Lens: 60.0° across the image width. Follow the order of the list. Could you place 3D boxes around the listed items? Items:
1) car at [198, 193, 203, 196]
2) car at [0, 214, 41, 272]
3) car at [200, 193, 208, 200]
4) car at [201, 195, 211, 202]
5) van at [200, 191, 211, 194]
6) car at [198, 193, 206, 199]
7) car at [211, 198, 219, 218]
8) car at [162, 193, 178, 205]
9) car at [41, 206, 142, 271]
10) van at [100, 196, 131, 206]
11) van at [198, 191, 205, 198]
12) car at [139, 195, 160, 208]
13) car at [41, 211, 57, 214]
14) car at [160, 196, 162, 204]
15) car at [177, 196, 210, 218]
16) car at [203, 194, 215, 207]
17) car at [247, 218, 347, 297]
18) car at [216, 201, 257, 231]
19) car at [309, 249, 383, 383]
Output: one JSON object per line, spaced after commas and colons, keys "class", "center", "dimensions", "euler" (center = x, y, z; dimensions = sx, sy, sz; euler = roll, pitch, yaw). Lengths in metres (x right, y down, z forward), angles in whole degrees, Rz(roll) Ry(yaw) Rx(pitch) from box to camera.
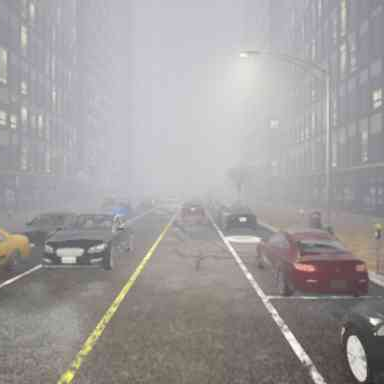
{"class": "car", "center": [0.084, 1.262, 43.947], "dimensions": [2.163, 1.488, 4.792], "euler": [0, 0, 0]}
{"class": "car", "center": [-5.692, 1.484, 8.008], "dimensions": [1.752, 1.417, 4.829], "euler": [0, 0, 0]}
{"class": "car", "center": [2.690, 1.064, 76.713], "dimensions": [1.752, 1.417, 4.829], "euler": [0, 0, 0]}
{"class": "car", "center": [2.690, 1.202, 65.150], "dimensions": [1.802, 1.307, 4.206], "euler": [0, 0, 0]}
{"class": "van", "center": [2.690, 1.000, 59.450], "dimensions": [1.690, 1.788, 3.998], "euler": [0, 0, 0]}
{"class": "car", "center": [2.691, 1.010, 87.938], "dimensions": [2.008, 1.369, 4.403], "euler": [0, 0, 0]}
{"class": "car", "center": [2.689, 1.412, 25.269], "dimensions": [1.887, 1.381, 4.507], "euler": [0, 0, 0]}
{"class": "car", "center": [-3.075, 1.187, 51.825], "dimensions": [1.882, 1.535, 5.008], "euler": [0, 0, 0]}
{"class": "car", "center": [-3.100, 1.436, 10.821], "dimensions": [2.128, 1.511, 4.902], "euler": [0, 0, 0]}
{"class": "van", "center": [-5.692, 1.208, 25.269], "dimensions": [1.690, 1.788, 3.998], "euler": [0, 0, 0]}
{"class": "van", "center": [2.691, 0.757, 93.634], "dimensions": [1.690, 1.788, 3.998], "euler": [0, 0, 0]}
{"class": "car", "center": [-5.691, 1.319, 42.361], "dimensions": [2.008, 1.369, 4.403], "euler": [0, 0, 0]}
{"class": "car", "center": [-5.692, 1.494, 13.875], "dimensions": [1.947, 1.339, 4.313], "euler": [0, 0, 0]}
{"class": "car", "center": [-5.690, 1.247, 53.756], "dimensions": [2.008, 1.369, 4.403], "euler": [0, 0, 0]}
{"class": "car", "center": [0.101, 1.354, 28.285], "dimensions": [2.163, 1.488, 4.792], "euler": [0, 0, 0]}
{"class": "car", "center": [2.689, 1.293, 42.530], "dimensions": [1.752, 1.417, 4.829], "euler": [0, 0, 0]}
{"class": "car", "center": [2.688, 1.540, 8.178], "dimensions": [1.802, 1.307, 4.206], "euler": [0, 0, 0]}
{"class": "car", "center": [2.689, 1.464, 19.571], "dimensions": [1.947, 1.339, 4.313], "euler": [0, 0, 0]}
{"class": "car", "center": [2.688, 1.538, 2.480], "dimensions": [2.008, 1.369, 4.403], "euler": [0, 0, 0]}
